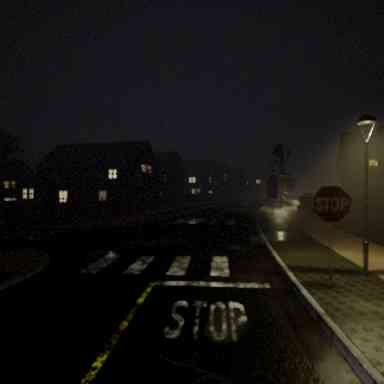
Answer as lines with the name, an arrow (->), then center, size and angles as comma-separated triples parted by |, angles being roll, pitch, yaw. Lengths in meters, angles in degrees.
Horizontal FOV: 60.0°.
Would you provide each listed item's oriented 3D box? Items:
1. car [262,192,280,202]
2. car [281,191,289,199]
car -> 13.910, 0.972, 58.704 | 1.895, 1.301, 4.718 | 0, 1, 26
car -> 18.490, 0.634, 67.879 | 2.128, 1.511, 4.902 | 0, 1, 30
